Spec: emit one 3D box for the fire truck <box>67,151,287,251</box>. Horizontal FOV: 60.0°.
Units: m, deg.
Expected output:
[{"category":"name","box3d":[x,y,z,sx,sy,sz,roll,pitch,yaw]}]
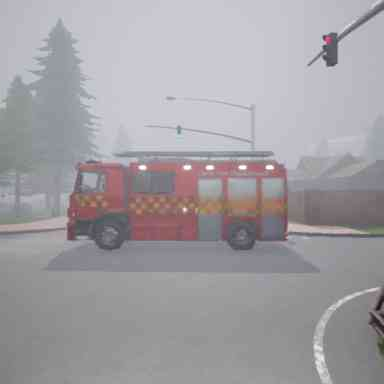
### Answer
[{"category":"fire truck","box3d":[-0.533,0.319,13.857,8.468,3.827,2.891,0,0,1]}]
